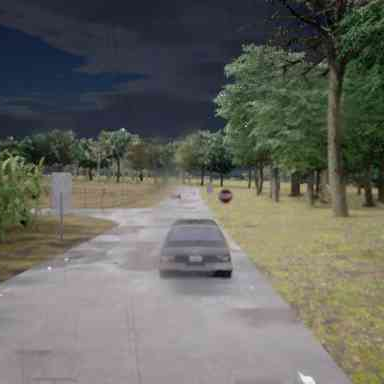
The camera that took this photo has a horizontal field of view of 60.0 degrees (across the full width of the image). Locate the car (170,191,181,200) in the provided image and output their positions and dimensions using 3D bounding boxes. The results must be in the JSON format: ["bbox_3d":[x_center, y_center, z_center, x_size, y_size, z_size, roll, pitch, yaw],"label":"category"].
[{"bbox_3d":[-2.776,0.519,57.293,1.812,1.442,4.674,0,2,0],"label":"car"}]

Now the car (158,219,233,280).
[{"bbox_3d":[0.091,1.511,9.863,2.033,1.411,5.357,0,0,0],"label":"car"}]
